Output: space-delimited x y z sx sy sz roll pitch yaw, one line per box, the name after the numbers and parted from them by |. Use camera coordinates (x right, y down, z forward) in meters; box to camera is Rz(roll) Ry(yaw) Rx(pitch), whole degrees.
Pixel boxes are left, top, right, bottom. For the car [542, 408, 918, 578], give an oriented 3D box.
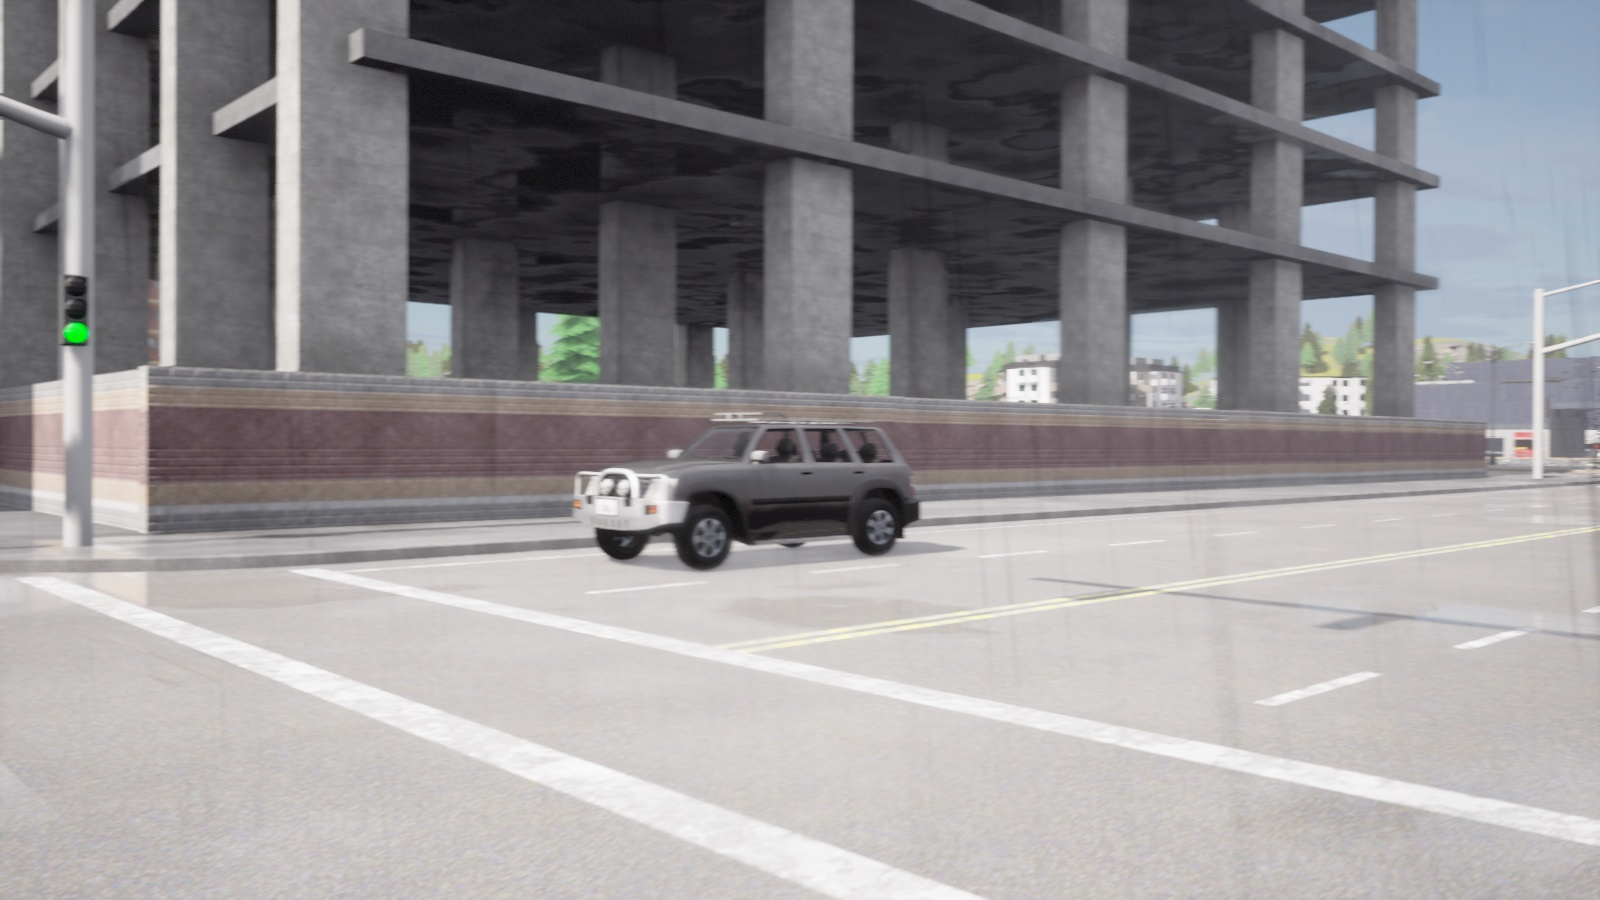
-0.765 0.462 16.020 4.605 1.855 1.932 0 0 -43 | car
